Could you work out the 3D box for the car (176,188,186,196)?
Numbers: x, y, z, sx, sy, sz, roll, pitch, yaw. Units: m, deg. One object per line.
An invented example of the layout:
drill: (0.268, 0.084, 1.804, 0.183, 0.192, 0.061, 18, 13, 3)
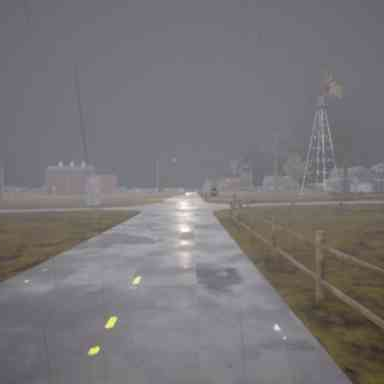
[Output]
car: (-2.755, 0.026, 83.107, 2.150, 2.045, 5.566, 0, 1, 0)
